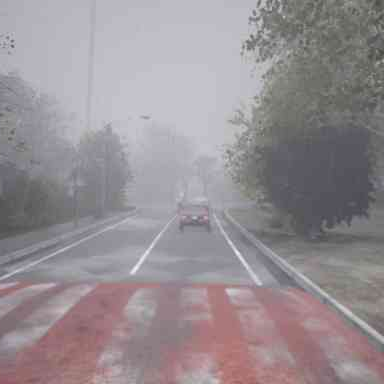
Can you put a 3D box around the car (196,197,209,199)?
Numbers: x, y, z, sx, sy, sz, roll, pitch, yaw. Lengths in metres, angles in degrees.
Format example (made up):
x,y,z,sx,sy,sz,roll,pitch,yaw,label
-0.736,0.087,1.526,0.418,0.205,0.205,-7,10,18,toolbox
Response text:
x,y,z,sx,sy,sz,roll,pitch,yaw,label
1.152,1.258,36.571,1.812,1.442,4.674,0,0,7,car

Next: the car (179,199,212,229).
x,y,z,sx,sy,sz,roll,pitch,yaw,label
0.199,1.388,20.202,2.033,1.411,5.357,0,1,1,car
